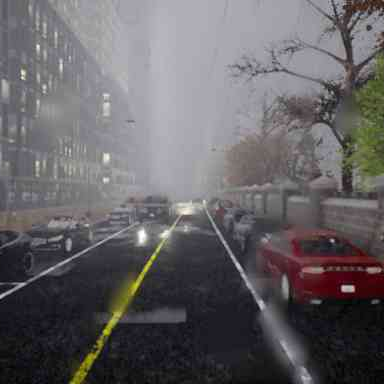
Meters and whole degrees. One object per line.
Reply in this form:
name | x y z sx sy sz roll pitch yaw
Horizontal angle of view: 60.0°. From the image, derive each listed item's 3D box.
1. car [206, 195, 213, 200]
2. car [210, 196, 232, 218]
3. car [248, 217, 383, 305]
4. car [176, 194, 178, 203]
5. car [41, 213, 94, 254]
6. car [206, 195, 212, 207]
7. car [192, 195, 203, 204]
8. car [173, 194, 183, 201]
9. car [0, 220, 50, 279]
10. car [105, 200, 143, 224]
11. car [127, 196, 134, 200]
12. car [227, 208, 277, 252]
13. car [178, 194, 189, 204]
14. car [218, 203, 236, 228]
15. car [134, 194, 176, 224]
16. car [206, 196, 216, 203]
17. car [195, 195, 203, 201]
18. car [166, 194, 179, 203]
car | 4.875 1.585 92.636 1.887 1.381 4.507 0 0 3
car | 2.957 1.451 30.599 1.967 1.590 4.097 0 0 1
car | 2.731 1.548 8.013 1.887 1.381 4.507 0 0 0
car | -4.275 1.568 64.061 1.887 1.381 4.507 0 0 2
car | -5.265 1.554 13.413 2.008 1.369 4.403 0 0 0
car | 3.429 1.525 51.457 1.837 1.490 4.892 0 0 1
car | 1.053 1.551 64.352 1.812 1.442 4.674 0 0 2
car | -3.577 1.350 86.553 2.192 1.841 5.009 0 0 2
car | -5.295 1.567 7.776 1.947 1.339 4.313 0 0 0
car | -5.154 1.558 24.668 2.008 1.369 4.403 0 0 1
car | -5.073 1.324 30.297 2.192 1.841 5.009 0 0 1
car | 2.762 1.571 13.659 1.947 1.339 4.313 0 0 0
car | -1.623 1.547 66.760 1.812 1.442 4.674 0 0 2
car | 2.810 1.573 19.309 1.947 1.339 4.313 0 0 1
car | -2.672 1.229 25.387 2.150 2.045 5.566 0 0 1
car | 3.956 1.574 70.092 1.887 1.381 4.507 0 0 2
car | 1.826 1.504 85.248 1.895 1.301 4.718 0 0 3
car | -4.088 1.341 69.684 2.192 1.841 5.009 0 0 2
